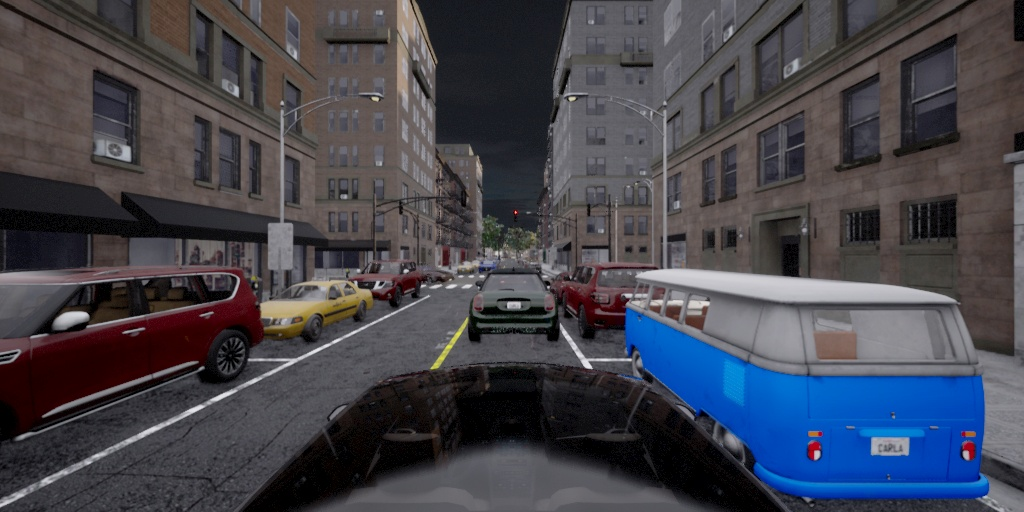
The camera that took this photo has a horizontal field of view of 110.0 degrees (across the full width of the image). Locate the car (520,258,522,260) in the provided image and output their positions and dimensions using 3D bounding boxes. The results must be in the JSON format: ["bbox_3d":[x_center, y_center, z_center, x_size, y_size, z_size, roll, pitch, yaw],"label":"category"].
[{"bbox_3d":[2.611,1.316,53.680,2.007,1.370,4.403,0,0,0],"label":"car"}]

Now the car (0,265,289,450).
[{"bbox_3d":[-5.399,1.065,4.349,2.192,1.841,5.009,0,0,0],"label":"car"}]

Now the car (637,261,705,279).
[{"bbox_3d":[13.616,1.180,30.868,4.902,1.511,2.128,0,0,0],"label":"car"}]

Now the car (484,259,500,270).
[{"bbox_3d":[-2.867,1.257,52.924,2.128,1.511,4.902,0,0,0],"label":"car"}]

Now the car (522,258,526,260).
[{"bbox_3d":[2.614,1.308,48.198,1.888,1.381,4.507,0,0,0],"label":"car"}]

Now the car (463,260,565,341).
[{"bbox_3d":[0.030,1.104,10.008,2.097,1.767,4.553,0,0,0],"label":"car"}]

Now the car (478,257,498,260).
[{"bbox_3d":[-2.864,1.239,42.957,1.882,1.535,5.008,0,0,0],"label":"car"}]

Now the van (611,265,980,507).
[{"bbox_3d":[2.637,1.091,4.351,1.690,1.789,3.998,0,0,0],"label":"van"}]

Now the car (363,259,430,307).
[{"bbox_3d":[-5.407,1.069,15.705,2.192,1.841,5.009,0,0,0],"label":"car"}]

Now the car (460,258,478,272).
[{"bbox_3d":[-5.436,1.287,42.543,1.751,1.417,4.829,0,0,0],"label":"car"}]

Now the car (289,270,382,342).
[{"bbox_3d":[-5.403,1.278,9.856,1.751,1.417,4.829,0,0,0],"label":"car"}]

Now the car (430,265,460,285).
[{"bbox_3d":[-6.915,1.322,26.422,5.357,1.411,2.033,0,0,18],"label":"car"}]

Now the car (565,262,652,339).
[{"bbox_3d":[2.634,1.067,10.029,2.192,1.841,5.009,0,0,0],"label":"car"}]
